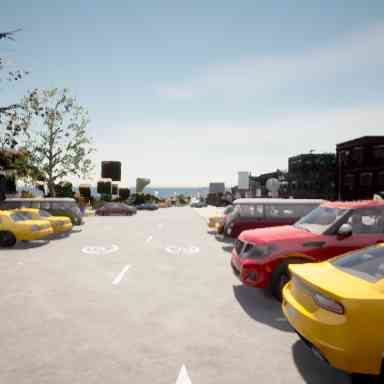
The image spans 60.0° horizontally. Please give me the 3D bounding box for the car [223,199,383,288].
[{"bbox_3d":[3.684,1.206,7.383,5.566,2.045,2.435,0,-1,-2],"label":"car"}]

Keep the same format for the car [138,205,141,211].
[{"bbox_3d":[-9.519,2.160,43.806,4.553,1.767,2.185,0,-2,-1],"label":"car"}]

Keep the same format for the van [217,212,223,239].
[{"bbox_3d":[3.430,1.294,13.571,4.442,1.987,1.878,0,-1,-1],"label":"van"}]

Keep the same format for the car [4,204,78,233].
[{"bbox_3d":[-9.001,1.552,17.058,5.366,1.575,1.946,0,-1,-1],"label":"car"}]

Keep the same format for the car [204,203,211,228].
[{"bbox_3d":[3.577,1.608,19.527,5.366,1.575,1.946,0,-1,-1],"label":"car"}]

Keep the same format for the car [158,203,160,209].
[{"bbox_3d":[-9.951,3.241,71.394,4.892,1.521,2.231,0,-2,-1],"label":"car"}]

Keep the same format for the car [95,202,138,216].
[{"bbox_3d":[-9.392,2.218,40.634,4.674,1.452,2.002,0,-2,-1],"label":"car"}]

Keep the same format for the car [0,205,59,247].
[{"bbox_3d":[-8.933,1.512,14.398,5.366,1.575,1.946,0,-1,-1],"label":"car"}]

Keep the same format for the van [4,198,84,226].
[{"bbox_3d":[-8.771,1.378,19.862,4.442,1.987,1.878,0,-1,-1],"label":"van"}]

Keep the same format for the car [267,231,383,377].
[{"bbox_3d":[3.795,1.444,4.466,5.008,1.535,2.097,0,0,-2],"label":"car"}]

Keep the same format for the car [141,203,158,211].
[{"bbox_3d":[-9.898,3.166,68.119,4.674,1.452,2.002,0,-2,-1],"label":"car"}]

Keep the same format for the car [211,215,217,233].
[{"bbox_3d":[3.437,1.435,16.607,4.553,1.767,2.185,0,-1,-1],"label":"car"}]
